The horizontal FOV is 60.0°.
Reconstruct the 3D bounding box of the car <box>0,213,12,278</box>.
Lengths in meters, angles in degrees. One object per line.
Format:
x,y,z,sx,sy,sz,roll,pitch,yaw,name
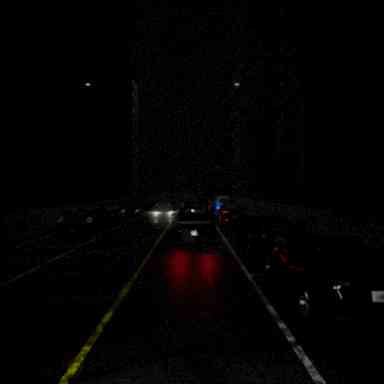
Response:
-5.763,1.285,6.861,2.192,1.841,5.009,0,0,0,car

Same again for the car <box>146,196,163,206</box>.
-5.781,1.348,51.738,2.008,1.369,4.403,0,0,0,car

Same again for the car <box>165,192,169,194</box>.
-5.785,1.286,62.787,1.752,1.417,4.829,0,0,0,car

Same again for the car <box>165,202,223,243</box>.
0.087,1.426,15.667,2.128,1.511,4.902,0,0,0,car

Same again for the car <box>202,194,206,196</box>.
2.747,1.383,46.145,1.947,1.339,4.313,0,0,0,car

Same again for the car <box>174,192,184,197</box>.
-3.029,0.849,78.651,2.128,1.511,4.902,0,0,0,car

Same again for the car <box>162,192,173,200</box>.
-5.792,1.020,79.784,2.192,1.841,5.009,0,0,0,car

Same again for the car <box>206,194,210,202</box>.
2.751,1.298,34.927,1.967,1.590,4.097,0,0,0,car

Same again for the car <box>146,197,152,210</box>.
-5.776,1.403,40.519,1.947,1.339,4.313,0,0,0,car

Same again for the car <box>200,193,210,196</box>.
2.742,1.360,57.364,1.802,1.307,4.206,0,0,0,car

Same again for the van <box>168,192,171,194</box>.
-5.787,1.082,68.566,1.690,1.788,3.998,0,0,0,van

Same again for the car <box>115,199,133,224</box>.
-5.770,1.453,23.691,2.008,1.369,4.403,0,0,0,car

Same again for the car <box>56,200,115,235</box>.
-5.768,1.365,18.081,1.967,1.590,4.097,0,0,0,car

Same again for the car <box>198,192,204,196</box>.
2.740,1.075,62.972,2.192,1.841,5.009,0,0,0,car

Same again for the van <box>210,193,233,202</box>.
2.753,1.221,29.318,1.690,1.788,3.998,0,0,0,van

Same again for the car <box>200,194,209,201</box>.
2.736,1.248,74.361,1.752,1.417,4.829,0,0,0,car

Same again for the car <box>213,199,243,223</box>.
2.755,1.447,23.710,1.887,1.381,4.507,0,0,0,car

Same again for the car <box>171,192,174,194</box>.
-5.789,1.163,74.175,1.967,1.590,4.097,0,0,0,car

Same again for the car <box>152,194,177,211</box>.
-3.109,1.324,38.137,1.882,1.535,5.008,0,0,0,car

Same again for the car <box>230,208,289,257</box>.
2.759,1.513,12.491,1.947,1.339,4.313,0,0,0,car

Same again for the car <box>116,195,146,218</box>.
-5.772,1.195,29.300,2.192,1.841,5.009,0,0,0,car

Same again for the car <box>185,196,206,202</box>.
0.083,1.378,31.101,1.837,1.490,4.892,0,0,0,car

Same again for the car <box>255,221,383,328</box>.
2.762,1.536,6.882,1.947,1.339,4.313,0,0,0,car
